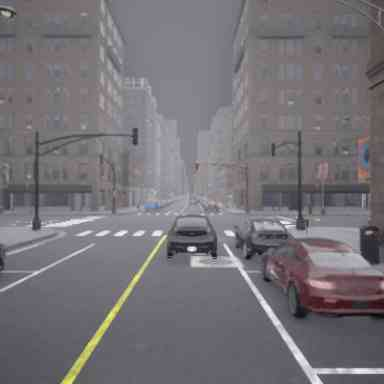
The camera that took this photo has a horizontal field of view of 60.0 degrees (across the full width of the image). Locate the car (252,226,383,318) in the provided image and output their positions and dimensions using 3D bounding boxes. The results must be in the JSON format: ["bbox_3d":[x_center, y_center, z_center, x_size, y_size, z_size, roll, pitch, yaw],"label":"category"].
[{"bbox_3d":[2.664,1.659,7.315,1.802,1.307,4.206,0,-1,0],"label":"car"}]

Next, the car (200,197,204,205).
[{"bbox_3d":[2.830,2.059,58.895,1.967,1.590,4.097,0,-1,0],"label":"car"}]

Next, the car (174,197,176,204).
[{"bbox_3d":[-5.606,2.420,81.595,1.947,1.339,4.313,0,-1,0],"label":"car"}]

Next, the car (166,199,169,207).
[{"bbox_3d":[-5.695,2.185,58.924,1.947,1.339,4.313,0,-1,0],"label":"car"}]

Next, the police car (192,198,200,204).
[{"bbox_3d":[1.095,2.401,93.653,1.930,1.638,5.238,0,-1,-1],"label":"police car"}]

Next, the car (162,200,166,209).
[{"bbox_3d":[-5.718,2.000,53.257,1.967,1.590,4.097,0,-1,0],"label":"car"}]

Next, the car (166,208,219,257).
[{"bbox_3d":[0.019,1.649,13.489,1.837,1.490,4.892,0,0,1],"label":"car"}]

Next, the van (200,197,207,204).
[{"bbox_3d":[2.941,2.252,87.241,1.690,1.788,3.998,0,-1,0],"label":"van"}]

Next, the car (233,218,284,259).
[{"bbox_3d":[2.660,1.687,12.909,2.008,1.369,4.403,0,-1,0],"label":"car"}]

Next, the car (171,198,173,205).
[{"bbox_3d":[-5.651,2.303,70.260,1.947,1.339,4.313,0,-1,0],"label":"car"}]

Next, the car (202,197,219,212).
[{"bbox_3d":[2.786,1.940,47.558,1.967,1.590,4.097,0,-1,0],"label":"car"}]

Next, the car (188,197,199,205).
[{"bbox_3d":[0.234,2.352,77.125,1.994,1.385,4.181,0,-1,0],"label":"car"}]

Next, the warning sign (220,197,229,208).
[{"bbox_3d":[5.210,1.679,53.546,1.300,1.860,1.060,0,-1,0],"label":"warning sign"}]

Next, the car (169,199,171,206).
[{"bbox_3d":[-5.673,2.261,64.592,1.802,1.307,4.206,0,-1,0],"label":"car"}]

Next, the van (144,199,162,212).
[{"bbox_3d":[-5.740,1.841,47.590,1.690,1.788,3.998,0,-1,0],"label":"van"}]

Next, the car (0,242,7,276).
[{"bbox_3d":[-5.862,1.628,7.305,2.008,1.369,4.403,0,-1,0],"label":"car"}]

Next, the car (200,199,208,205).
[{"bbox_3d":[2.919,2.405,81.570,2.008,1.369,4.403,0,-1,0],"label":"car"}]

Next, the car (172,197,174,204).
[{"bbox_3d":[-5.630,2.319,75.758,1.752,1.417,4.829,0,-1,0],"label":"car"}]

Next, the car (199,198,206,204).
[{"bbox_3d":[2.963,2.408,92.909,1.967,1.590,4.097,0,-1,0],"label":"car"}]
